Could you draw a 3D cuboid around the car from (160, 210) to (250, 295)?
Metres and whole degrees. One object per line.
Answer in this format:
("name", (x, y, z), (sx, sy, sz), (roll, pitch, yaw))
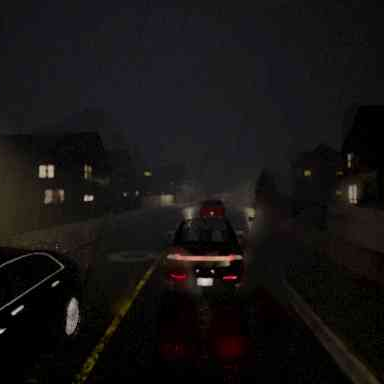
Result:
("car", (0.347, 1.442, 8.592), (2.128, 1.511, 4.902), (0, 0, 3))

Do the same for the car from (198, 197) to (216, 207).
("car", (2.197, 1.385, 47.680), (1.895, 1.301, 4.718), (0, 0, 12))

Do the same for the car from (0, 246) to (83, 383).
("car", (-2.743, 1.485, 3.654), (1.837, 1.490, 4.892), (0, 0, 1))

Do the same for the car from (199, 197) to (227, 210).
("car", (1.661, 1.318, 25.689), (1.882, 1.535, 5.008), (0, 0, 7))
